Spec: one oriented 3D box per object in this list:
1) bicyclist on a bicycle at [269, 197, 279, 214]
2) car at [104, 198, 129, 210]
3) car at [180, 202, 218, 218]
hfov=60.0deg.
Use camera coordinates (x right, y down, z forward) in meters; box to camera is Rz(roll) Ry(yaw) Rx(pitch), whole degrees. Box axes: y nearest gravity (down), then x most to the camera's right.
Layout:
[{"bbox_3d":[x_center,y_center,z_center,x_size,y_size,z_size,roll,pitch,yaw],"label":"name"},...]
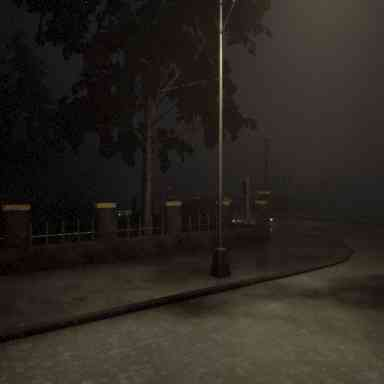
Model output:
[{"bbox_3d":[7.994,1.349,32.513,1.656,1.620,0.582,0,0,-36],"label":"bicyclist on a bicycle"},{"bbox_3d":[-9.850,1.493,43.216,2.128,1.511,4.902,0,0,-35],"label":"car"},{"bbox_3d":[0.657,1.563,28.346,1.994,1.385,4.181,0,0,-35],"label":"car"}]
